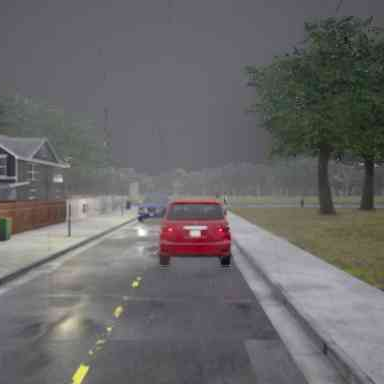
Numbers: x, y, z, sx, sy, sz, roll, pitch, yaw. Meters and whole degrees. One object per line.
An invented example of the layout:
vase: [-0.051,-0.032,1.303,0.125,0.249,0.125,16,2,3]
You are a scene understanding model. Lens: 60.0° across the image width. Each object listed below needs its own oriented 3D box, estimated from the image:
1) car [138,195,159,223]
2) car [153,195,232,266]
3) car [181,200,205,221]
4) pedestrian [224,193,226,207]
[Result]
car: [-2.865,1.238,26.301,2.150,2.045,5.566,0,0,0]
car: [0.088,1.227,11.707,2.150,2.045,5.566,0,0,0]
car: [0.077,1.523,28.614,1.837,1.490,4.892,0,0,0]
pedestrian: [4.481,1.076,45.172,0.375,1.860,0.375,0,0,0]
